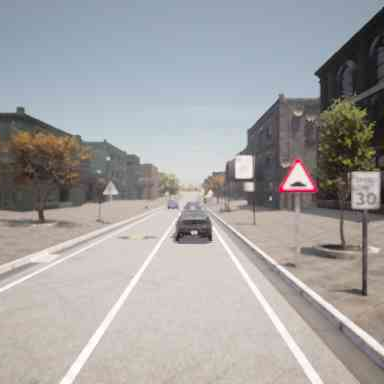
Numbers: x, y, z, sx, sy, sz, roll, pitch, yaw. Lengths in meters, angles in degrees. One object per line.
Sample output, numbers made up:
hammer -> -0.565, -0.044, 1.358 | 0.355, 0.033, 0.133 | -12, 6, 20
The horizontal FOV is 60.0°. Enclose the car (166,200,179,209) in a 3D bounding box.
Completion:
car -> -3.083, 2.088, 54.796 | 1.812, 1.442, 4.674 | 0, 0, 1

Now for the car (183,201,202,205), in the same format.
car -> 0.079, 1.754, 37.120 | 2.097, 1.767, 4.553 | 0, -1, 0

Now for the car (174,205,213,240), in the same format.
car -> 0.089, 1.688, 18.100 | 1.837, 1.490, 4.892 | 0, -1, 0
